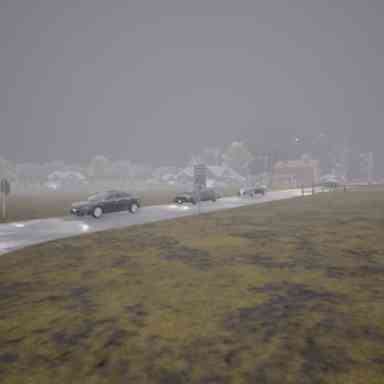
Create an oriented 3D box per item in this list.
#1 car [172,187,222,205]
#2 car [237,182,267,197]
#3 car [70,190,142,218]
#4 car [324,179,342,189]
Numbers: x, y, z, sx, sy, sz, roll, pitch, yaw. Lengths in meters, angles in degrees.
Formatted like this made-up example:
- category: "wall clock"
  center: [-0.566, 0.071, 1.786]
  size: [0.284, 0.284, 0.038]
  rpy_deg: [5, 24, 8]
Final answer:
- category: "car"
  center: [0.593, 0.258, 28.940]
  size: [2.033, 1.411, 5.357]
  rpy_deg: [1, 3, 37]
- category: "car"
  center: [6.760, -0.300, 37.256]
  size: [2.128, 1.511, 4.902]
  rpy_deg: [1, 3, 37]
- category: "car"
  center: [-5.301, 0.703, 20.993]
  size: [1.837, 1.490, 4.892]
  rpy_deg: [1, 3, 36]
- category: "car"
  center: [23.085, -1.357, 54.362]
  size: [1.882, 1.535, 5.008]
  rpy_deg: [1, 3, 36]
